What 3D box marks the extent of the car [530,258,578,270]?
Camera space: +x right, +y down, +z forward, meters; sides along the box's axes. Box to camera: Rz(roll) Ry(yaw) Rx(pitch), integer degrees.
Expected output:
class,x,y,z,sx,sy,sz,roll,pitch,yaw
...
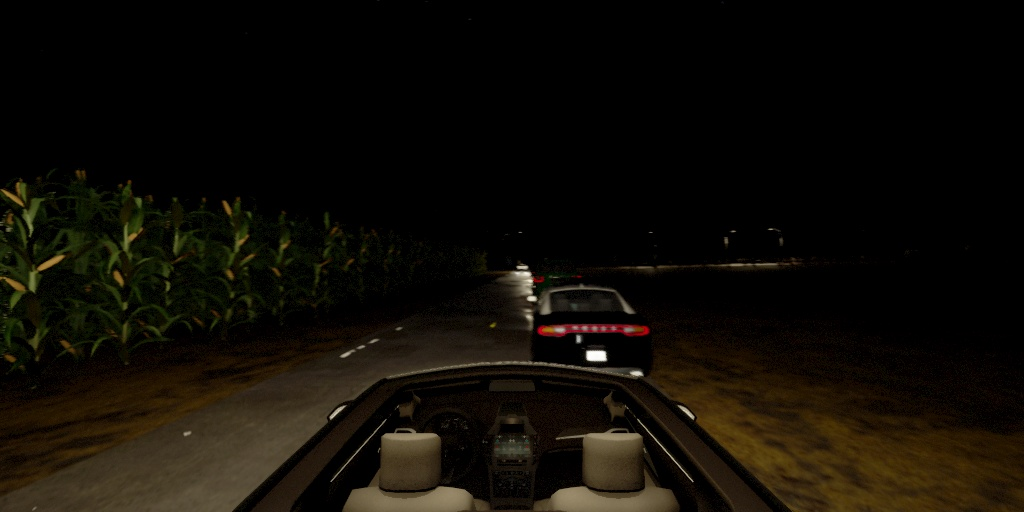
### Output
class,x,y,z,sx,sy,sz,roll,pitch,yaw
car,2.070,1.155,17.521,2.150,2.045,5.566,-1,-1,4

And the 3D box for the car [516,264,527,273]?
class,x,y,z,sx,sy,sz,roll,pitch,yaw
car,1.892,2.240,65.152,1.812,1.442,4.674,-1,-1,4

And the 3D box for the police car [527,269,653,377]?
class,x,y,z,sx,sy,sz,roll,pitch,yaw
police car,1.367,1.230,7.623,1.930,1.638,5.238,-1,-1,4
